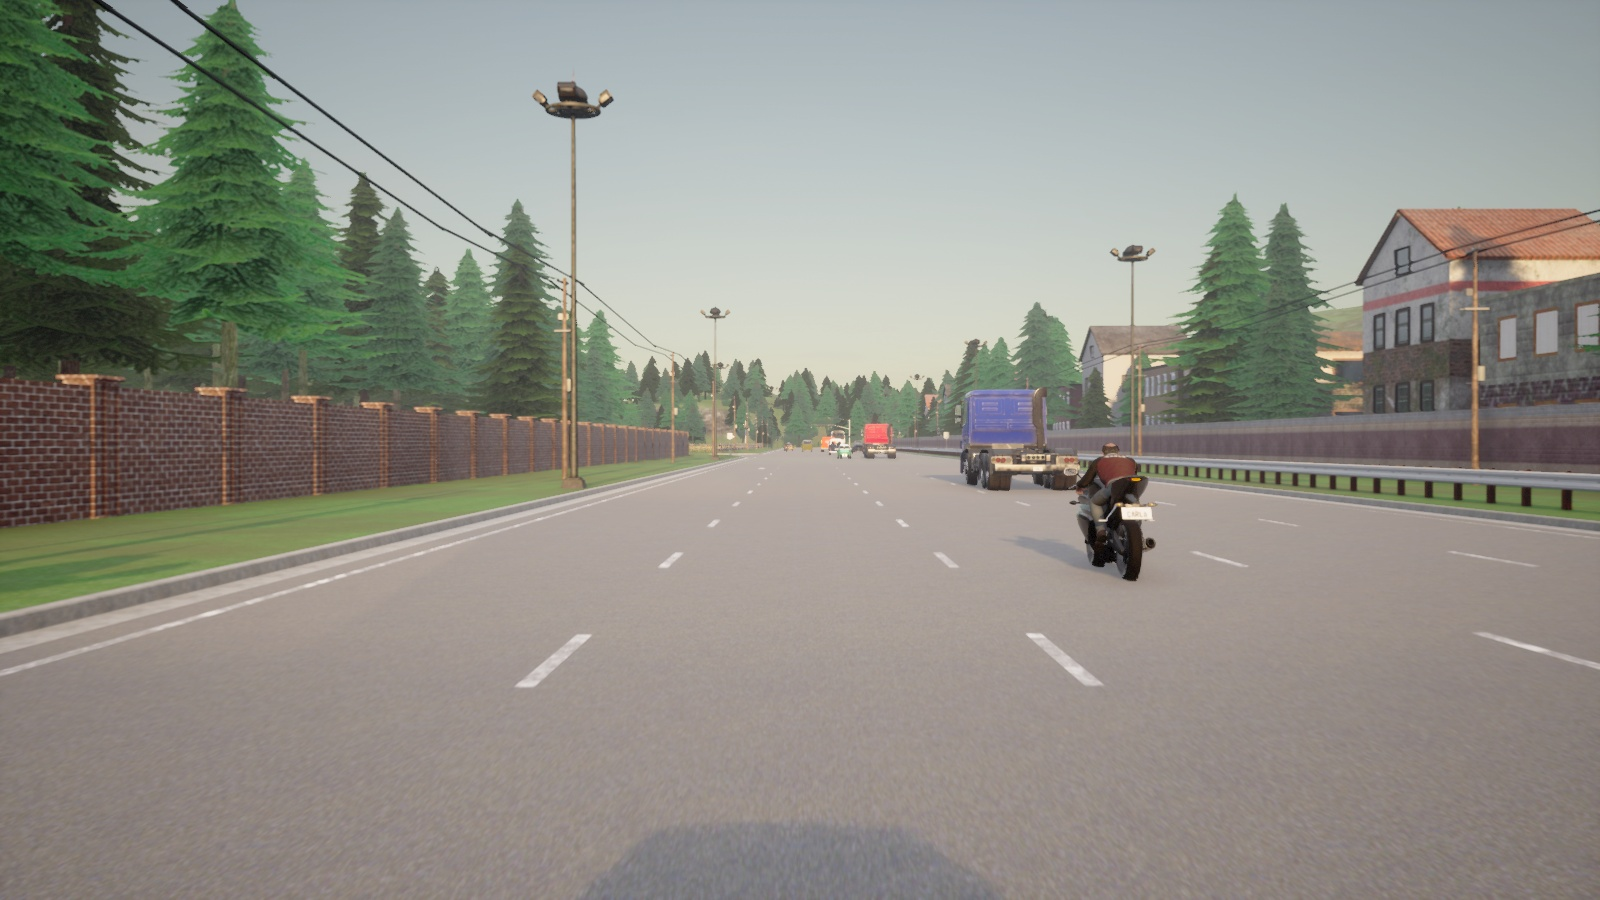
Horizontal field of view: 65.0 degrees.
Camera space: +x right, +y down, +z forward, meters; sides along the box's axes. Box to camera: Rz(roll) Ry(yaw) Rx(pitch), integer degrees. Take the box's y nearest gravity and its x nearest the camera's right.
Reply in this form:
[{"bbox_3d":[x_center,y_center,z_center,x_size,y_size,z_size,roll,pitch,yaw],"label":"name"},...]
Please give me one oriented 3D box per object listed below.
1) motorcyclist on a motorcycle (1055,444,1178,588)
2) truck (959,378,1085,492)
[{"bbox_3d":[3.598,0.703,14.490,0.866,1.530,2.191,0,0,0],"label":"motorcyclist on a motorcycle"},{"bbox_3d":[7.257,-0.467,42.188,2.891,3.462,7.936,0,0,0],"label":"truck"}]
